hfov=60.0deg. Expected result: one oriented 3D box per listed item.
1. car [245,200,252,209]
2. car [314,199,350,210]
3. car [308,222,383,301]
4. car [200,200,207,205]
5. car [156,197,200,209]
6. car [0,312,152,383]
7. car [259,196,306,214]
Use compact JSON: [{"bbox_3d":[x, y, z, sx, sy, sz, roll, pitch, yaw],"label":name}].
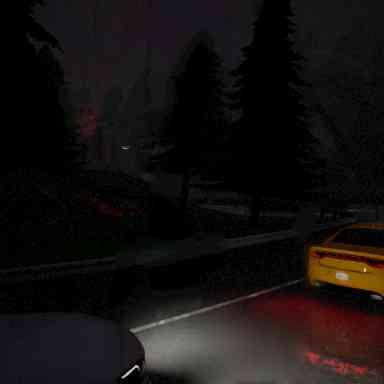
[{"bbox_3d":[9.441,1.351,43.798,4.553,1.767,2.097,0,0,34],"label":"car"},{"bbox_3d":[17.767,1.567,42.339,4.181,1.385,1.994,0,0,34],"label":"car"},{"bbox_3d":[4.749,1.478,8.075,5.008,1.535,1.882,0,0,-42],"label":"car"},{"bbox_3d":[0.158,1.553,54.419,4.718,1.301,1.895,0,0,35],"label":"car"},{"bbox_3d":[-2.050,1.509,47.432,5.357,1.411,2.033,0,0,35],"label":"car"},{"bbox_3d":[-2.523,1.526,2.208,4.674,1.442,1.812,0,0,-36],"label":"car"},{"bbox_3d":[9.520,1.510,35.259,4.892,1.490,1.837,0,0,34],"label":"car"}]
